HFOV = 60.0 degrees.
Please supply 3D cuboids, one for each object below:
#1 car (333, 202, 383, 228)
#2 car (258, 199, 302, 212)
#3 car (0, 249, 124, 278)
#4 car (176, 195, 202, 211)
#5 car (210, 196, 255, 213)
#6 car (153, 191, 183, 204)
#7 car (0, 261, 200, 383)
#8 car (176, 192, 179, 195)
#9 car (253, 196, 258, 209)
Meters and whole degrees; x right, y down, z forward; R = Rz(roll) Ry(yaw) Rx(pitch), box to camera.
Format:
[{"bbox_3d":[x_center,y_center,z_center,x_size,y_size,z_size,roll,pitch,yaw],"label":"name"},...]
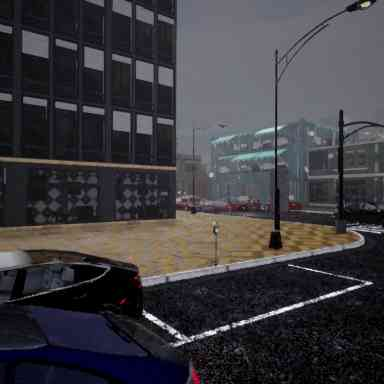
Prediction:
[{"bbox_3d":[11.232,1.387,20.712,2.128,1.511,4.902,0,1,-28],"label":"car"},{"bbox_3d":[9.273,1.340,34.163,1.802,1.307,4.206,1,0,-36],"label":"car"},{"bbox_3d":[-2.753,1.566,4.592,4.313,1.339,1.947,0,0,-35],"label":"car"},{"bbox_3d":[-0.765,1.230,33.686,1.802,1.307,4.206,1,0,-36],"label":"car"},{"bbox_3d":[3.570,1.272,32.140,1.994,1.385,4.181,0,1,-36],"label":"car"},{"bbox_3d":[-3.831,0.793,52.060,2.192,1.841,5.009,1,0,-36],"label":"car"},{"bbox_3d":[-1.916,1.564,2.017,4.181,1.385,1.994,0,0,-35],"label":"car"},{"bbox_3d":[-0.559,1.100,47.586,2.008,1.369,4.403,1,0,-36],"label":"car"},{"bbox_3d":[5.997,1.130,38.639,1.967,1.590,4.097,1,0,-36],"label":"car"}]
